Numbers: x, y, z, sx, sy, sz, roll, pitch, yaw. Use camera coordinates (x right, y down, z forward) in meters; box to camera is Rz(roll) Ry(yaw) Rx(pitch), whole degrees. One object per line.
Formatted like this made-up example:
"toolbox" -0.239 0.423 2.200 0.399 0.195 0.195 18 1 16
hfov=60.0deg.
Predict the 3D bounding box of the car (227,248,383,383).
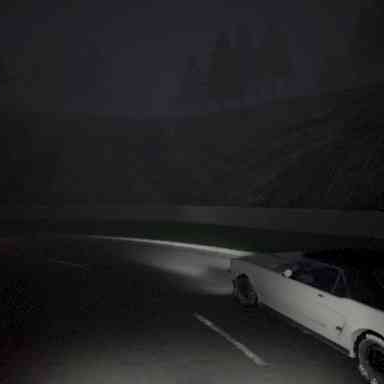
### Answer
"car" 2.385 1.563 5.296 1.895 1.301 4.718 -1 0 -22
